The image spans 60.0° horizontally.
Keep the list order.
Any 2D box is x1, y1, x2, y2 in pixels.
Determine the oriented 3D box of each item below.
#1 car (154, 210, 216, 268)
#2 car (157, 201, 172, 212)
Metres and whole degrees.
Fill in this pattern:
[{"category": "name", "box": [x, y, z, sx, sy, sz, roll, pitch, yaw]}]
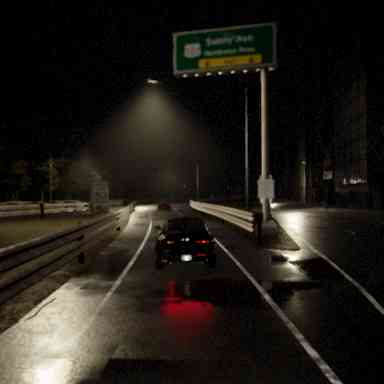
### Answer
[{"category": "car", "box": [-0.281, 1.609, 11.705, 1.837, 1.490, 4.892, 0, -1, -3]}, {"category": "car", "box": [-3.981, 1.981, 48.016, 1.882, 1.535, 5.008, 0, 0, -4]}]
